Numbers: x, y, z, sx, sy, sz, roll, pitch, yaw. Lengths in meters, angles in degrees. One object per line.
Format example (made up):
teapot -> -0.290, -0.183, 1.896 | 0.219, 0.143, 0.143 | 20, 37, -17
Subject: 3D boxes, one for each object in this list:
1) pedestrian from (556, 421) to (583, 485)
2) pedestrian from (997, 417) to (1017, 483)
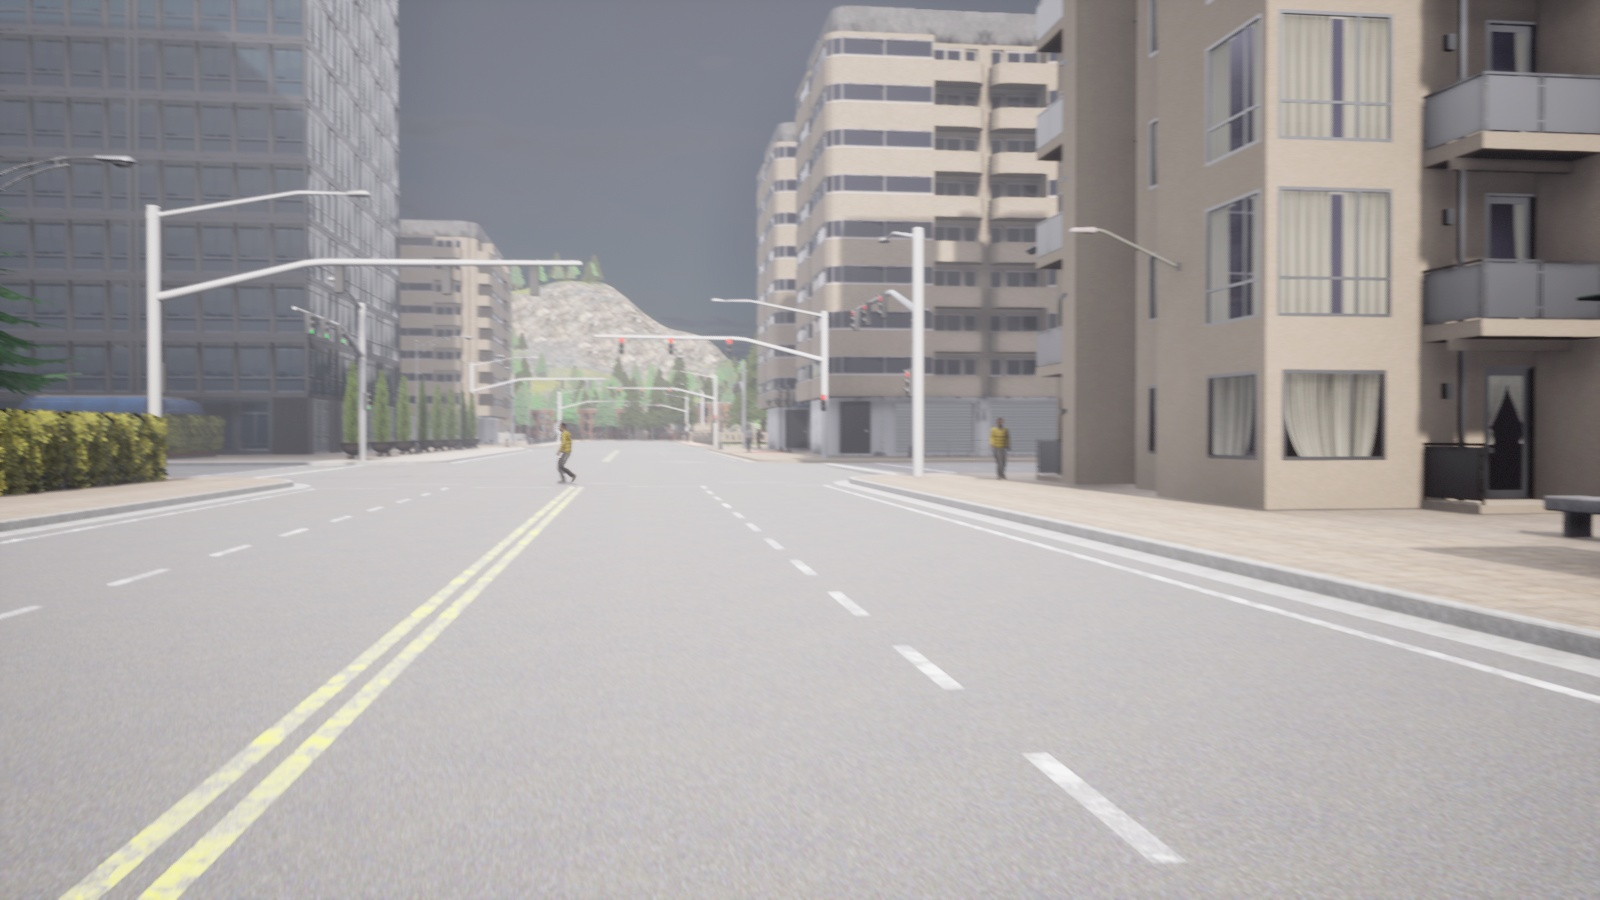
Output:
pedestrian -> -6.662, 0.086, 36.309 | 0.709, 1.840, 0.431 | 0, 1, 0
pedestrian -> 5.840, -0.010, 35.479 | 0.431, 1.840, 0.709 | 0, 1, -1
